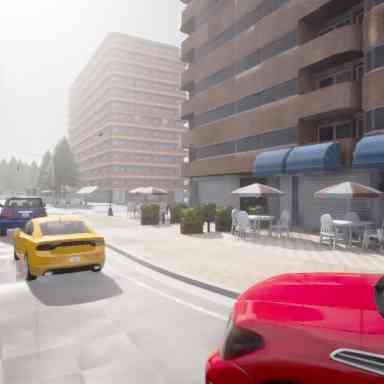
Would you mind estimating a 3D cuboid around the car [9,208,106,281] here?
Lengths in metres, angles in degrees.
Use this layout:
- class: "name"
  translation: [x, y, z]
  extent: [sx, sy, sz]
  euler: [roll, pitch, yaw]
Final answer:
- class: "car"
  translation: [-4.196, 1.478, 10.117]
  extent: [1.882, 1.535, 5.008]
  euler: [0, 0, -33]

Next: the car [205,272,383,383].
- class: "car"
  translation: [2.802, 1.221, 2.123]
  extent: [5.566, 2.045, 2.150]
  euler: [0, 0, 33]

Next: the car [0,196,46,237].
- class: "car"
  translation: [-9.380, 1.221, 18.541]
  extent: [2.150, 2.045, 5.566]
  euler: [0, 0, -29]
